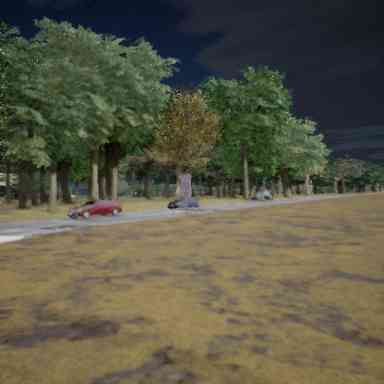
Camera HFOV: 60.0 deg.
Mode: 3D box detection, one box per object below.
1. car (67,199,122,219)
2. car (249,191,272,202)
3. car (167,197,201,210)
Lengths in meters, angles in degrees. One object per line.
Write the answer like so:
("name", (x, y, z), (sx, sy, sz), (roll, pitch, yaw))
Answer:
("car", (-7.664, 1.321, 26.525), (1.812, 1.442, 4.674), (-3, -1, 35))
("car", (10.791, 0.663, 52.272), (2.097, 1.767, 4.553), (-3, -1, 36))
("car", (-0.859, 1.174, 36.050), (1.994, 1.385, 4.181), (-3, -1, 36))
